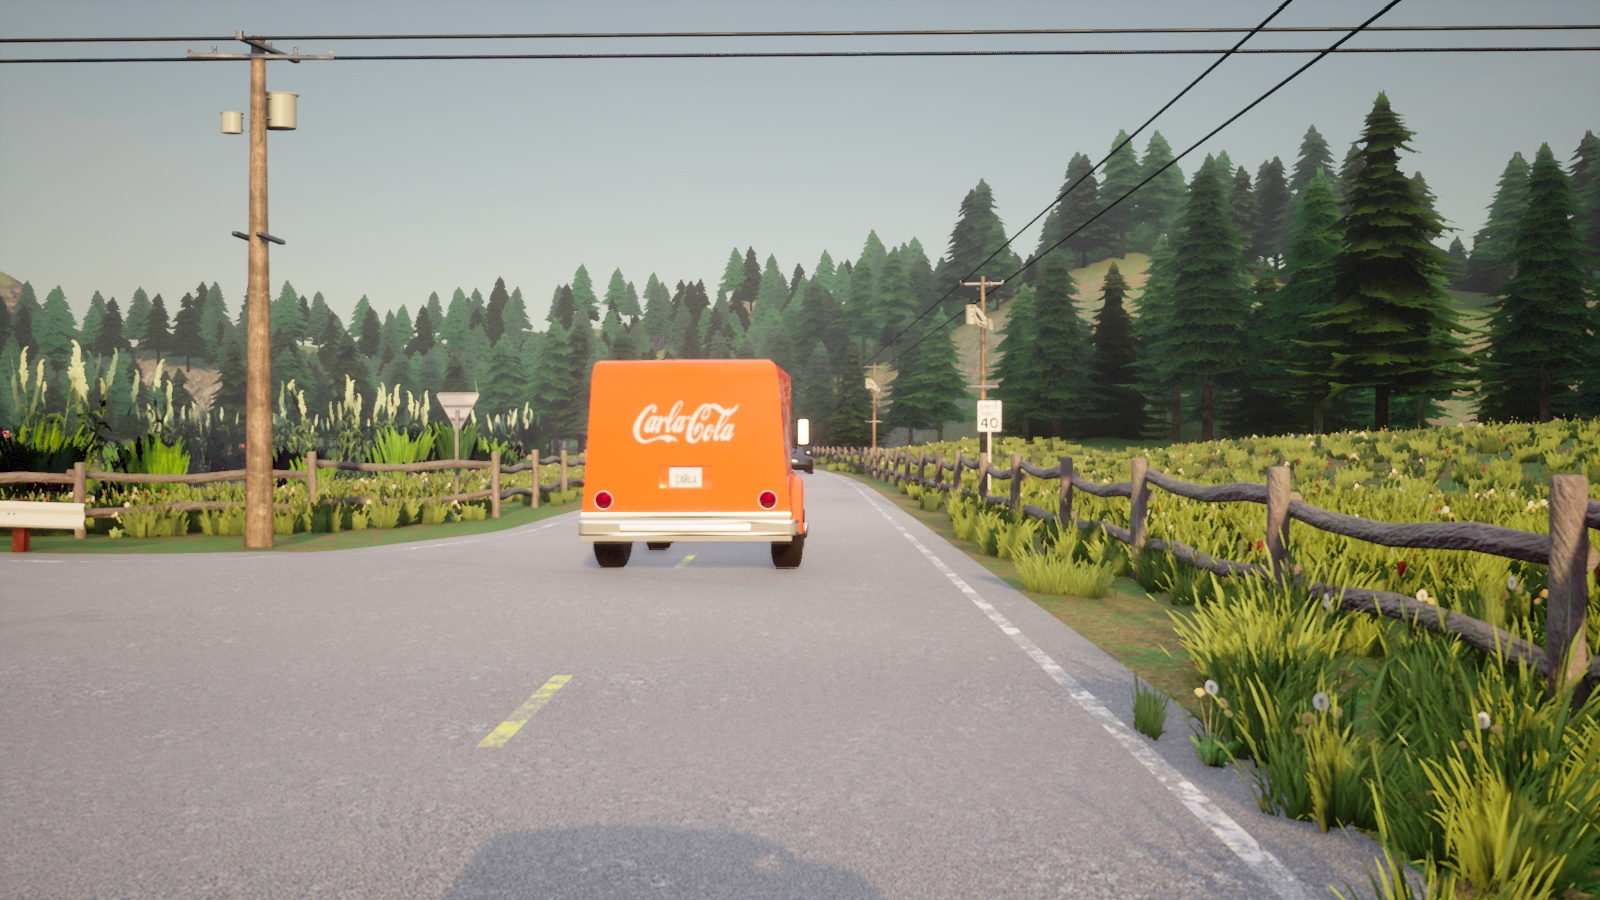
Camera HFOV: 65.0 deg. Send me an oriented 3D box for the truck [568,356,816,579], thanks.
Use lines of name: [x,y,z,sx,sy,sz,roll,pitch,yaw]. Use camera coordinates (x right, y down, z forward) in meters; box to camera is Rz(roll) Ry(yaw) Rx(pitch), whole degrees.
truck: [-1.169,0.188,16.513,2.627,2.467,5.204,0,0,2]

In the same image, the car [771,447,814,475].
car: [-0.426,0.529,64.353,1.994,1.385,4.181,0,0,-4]
